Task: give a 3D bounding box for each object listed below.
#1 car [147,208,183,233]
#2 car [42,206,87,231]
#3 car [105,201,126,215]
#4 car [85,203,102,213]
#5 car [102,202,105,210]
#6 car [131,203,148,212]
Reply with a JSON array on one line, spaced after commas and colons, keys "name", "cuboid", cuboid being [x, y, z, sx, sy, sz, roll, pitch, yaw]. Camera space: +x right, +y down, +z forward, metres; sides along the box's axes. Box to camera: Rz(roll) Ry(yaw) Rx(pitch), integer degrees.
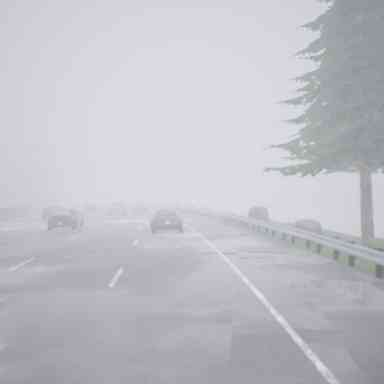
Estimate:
[{"name": "car", "cuboid": [-1.762, 1.853, 22.210, 1.994, 1.385, 4.181, -1, -1, -8]}, {"name": "car", "cuboid": [-9.047, 1.926, 23.998, 1.812, 1.442, 4.674, 0, -1, -10]}, {"name": "car", "cuboid": [-9.636, 1.982, 42.641, 2.097, 1.767, 4.553, -1, -1, -15]}, {"name": "car", "cuboid": [-15.170, 2.330, 49.672, 2.033, 1.411, 5.357, 0, -1, -20]}, {"name": "car", "cuboid": [-15.552, 2.441, 60.349, 1.812, 1.442, 4.674, 0, -1, -22]}, {"name": "car", "cuboid": [-7.896, 2.289, 49.353, 1.895, 1.301, 4.718, 0, -1, -18]}]
